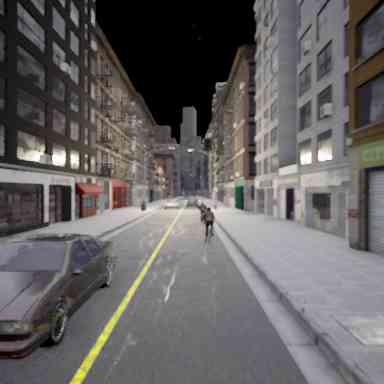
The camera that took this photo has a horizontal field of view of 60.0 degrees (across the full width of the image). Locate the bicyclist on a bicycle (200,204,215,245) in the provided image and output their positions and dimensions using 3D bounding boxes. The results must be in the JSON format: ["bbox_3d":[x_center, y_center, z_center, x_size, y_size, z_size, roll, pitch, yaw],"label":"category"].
[{"bbox_3d":[0.759,1.487,14.653,0.582,1.620,1.656,0,0,0],"label":"bicyclist on a bicycle"}]

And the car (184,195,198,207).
[{"bbox_3d":[0.074,1.700,53.407,2.033,1.411,5.357,0,0,0],"label":"car"}]

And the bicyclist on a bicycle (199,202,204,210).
[{"bbox_3d":[0.761,1.511,23.649,0.582,1.620,1.656,0,0,0],"label":"bicyclist on a bicycle"}]

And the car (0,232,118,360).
[{"bbox_3d":[-2.848,1.563,6.586,2.033,1.411,5.357,0,0,0],"label":"car"}]

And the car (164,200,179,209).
[{"bbox_3d":[-2.819,1.730,46.770,1.895,1.301,4.718,0,0,0],"label":"car"}]
